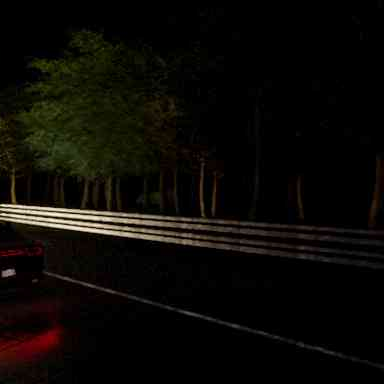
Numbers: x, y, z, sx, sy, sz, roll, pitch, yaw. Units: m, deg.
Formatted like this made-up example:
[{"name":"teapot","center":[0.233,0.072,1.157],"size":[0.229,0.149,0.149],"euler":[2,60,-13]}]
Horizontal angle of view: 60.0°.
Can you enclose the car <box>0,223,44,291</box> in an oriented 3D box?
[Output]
[{"name":"car","center":[-5.534,1.402,7.968],"size":[5.008,1.535,1.882],"euler":[1,0,37]}]
